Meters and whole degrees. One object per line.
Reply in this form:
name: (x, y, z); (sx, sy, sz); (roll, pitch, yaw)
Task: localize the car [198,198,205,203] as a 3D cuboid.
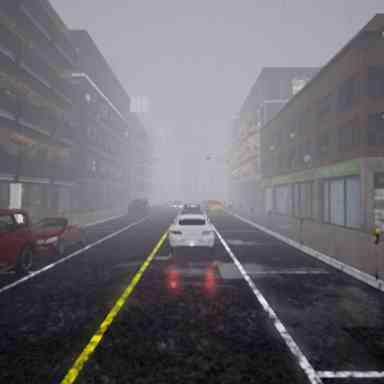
car: (2.718, 2.384, 92.942); (1.752, 1.417, 4.829); (0, -1, 0)

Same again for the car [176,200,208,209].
car: (0.011, 1.768, 29.297); (2.128, 1.511, 4.902); (0, 0, 0)

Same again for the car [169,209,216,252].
car: (0.007, 1.662, 14.388); (1.812, 1.442, 4.674); (0, 0, 0)

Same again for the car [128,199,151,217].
car: (-5.678, 1.657, 36.421); (2.192, 1.841, 5.009); (0, -1, 0)

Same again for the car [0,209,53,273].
car: (-5.686, 1.394, 8.241); (2.192, 1.841, 5.009); (0, -1, 0)

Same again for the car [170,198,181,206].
car: (-2.982, 2.211, 70.978); (1.994, 1.385, 4.181); (0, -1, 0)

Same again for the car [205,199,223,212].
car: (3.162, 1.883, 45.600); (1.801, 1.575, 5.366); (0, -1, 0)

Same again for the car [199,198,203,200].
car: (2.711, 2.203, 70.228); (2.008, 1.369, 4.403); (0, -1, 0)

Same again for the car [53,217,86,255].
car: (-5.686, 1.714, 13.874); (1.802, 1.307, 4.206); (0, -1, 0)

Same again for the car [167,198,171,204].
car: (-5.665, 2.357, 87.142); (2.008, 1.369, 4.403); (0, -1, 0)

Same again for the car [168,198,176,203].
car: (-5.664, 2.408, 92.779); (2.008, 1.369, 4.403); (0, -1, 0)
